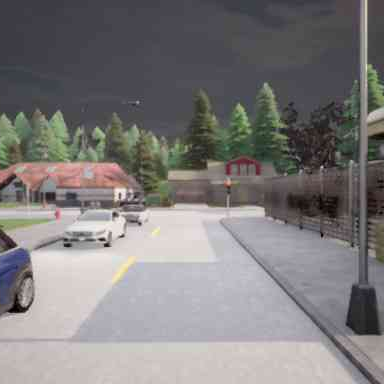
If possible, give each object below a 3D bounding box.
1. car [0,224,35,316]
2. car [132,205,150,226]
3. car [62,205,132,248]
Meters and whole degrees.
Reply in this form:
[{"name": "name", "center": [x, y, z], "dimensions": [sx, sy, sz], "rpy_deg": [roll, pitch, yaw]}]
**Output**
[{"name": "car", "center": [-4.116, 1.347, 4.610], "dimensions": [2.097, 1.767, 4.553], "rpy_deg": [0, 0, 0]}, {"name": "car", "center": [-4.128, 1.560, 23.031], "dimensions": [1.895, 1.301, 4.718], "rpy_deg": [0, 0, 0]}, {"name": "car", "center": [-4.154, 1.499, 14.864], "dimensions": [1.812, 1.442, 4.674], "rpy_deg": [0, 0, 0]}]
